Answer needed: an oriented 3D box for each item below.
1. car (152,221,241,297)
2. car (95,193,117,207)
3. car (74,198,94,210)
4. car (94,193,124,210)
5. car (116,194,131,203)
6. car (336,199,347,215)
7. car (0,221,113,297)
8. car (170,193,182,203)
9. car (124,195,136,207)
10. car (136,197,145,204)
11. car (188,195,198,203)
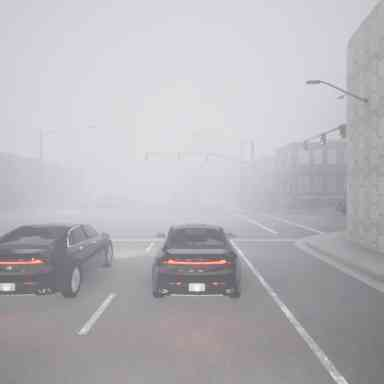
[{"bbox_3d":[0.106,1.505,8.537,1.837,1.490,4.892,0,0,0],"label":"car"},{"bbox_3d":[-13.905,1.222,54.052,2.150,2.045,5.566,0,0,0],"label":"car"},{"bbox_3d":[-13.946,1.491,43.758,2.128,1.511,4.902,0,0,0],"label":"car"},{"bbox_3d":[-10.454,1.352,42.258,2.097,1.767,4.553,0,0,0],"label":"car"},{"bbox_3d":[-13.793,1.352,67.012,2.097,1.767,4.553,0,0,1],"label":"car"},{"bbox_3d":[14.910,0.764,27.576,5.566,2.045,2.150,-5,0,0],"label":"car"},{"bbox_3d":[-3.394,1.505,8.553,1.837,1.490,4.892,0,0,0],"label":"car"},{"bbox_3d":[-3.279,1.221,68.315,2.150,2.045,5.566,0,0,0],"label":"car"},{"bbox_3d":[-10.422,1.352,51.111,2.097,1.767,4.553,0,0,0],"label":"car"},{"bbox_3d":[-10.340,1.564,63.963,1.994,1.385,4.181,0,0,0],"label":"car"},{"bbox_3d":[0.221,1.352,68.248,2.097,1.767,4.553,0,0,0],"label":"car"}]
